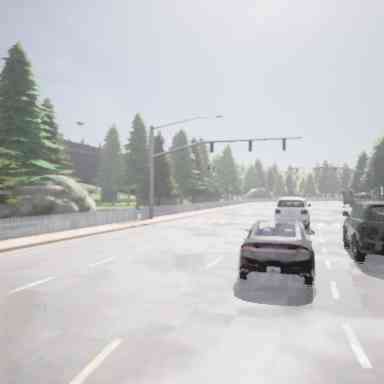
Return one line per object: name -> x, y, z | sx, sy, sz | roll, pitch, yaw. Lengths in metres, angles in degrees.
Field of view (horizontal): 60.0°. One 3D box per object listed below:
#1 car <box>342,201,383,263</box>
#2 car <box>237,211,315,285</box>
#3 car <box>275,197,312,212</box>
car -> 6.919, 1.324, 12.194 | 2.150, 2.045, 5.566 | 0, 0, 19
car -> 2.536, 1.559, 9.825 | 2.128, 1.511, 4.902 | 0, 0, 17
car -> 6.895, 1.384, 22.770 | 2.150, 2.045, 5.566 | 0, 0, 20
